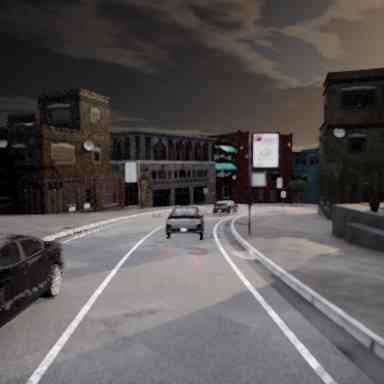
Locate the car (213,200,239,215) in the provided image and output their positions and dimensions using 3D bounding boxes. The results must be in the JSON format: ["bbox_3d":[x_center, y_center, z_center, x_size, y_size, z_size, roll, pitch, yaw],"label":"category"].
[{"bbox_3d":[3.714,1.616,35.516,1.837,1.490,4.892,1,0,22],"label":"car"}]

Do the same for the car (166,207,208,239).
[{"bbox_3d":[-0.246,1.513,17.603,2.128,1.511,4.902,0,0,3],"label":"car"}]

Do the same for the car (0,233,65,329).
[{"bbox_3d":[-3.808,1.512,5.702,1.882,1.535,5.008,-1,0,-2],"label":"car"}]
